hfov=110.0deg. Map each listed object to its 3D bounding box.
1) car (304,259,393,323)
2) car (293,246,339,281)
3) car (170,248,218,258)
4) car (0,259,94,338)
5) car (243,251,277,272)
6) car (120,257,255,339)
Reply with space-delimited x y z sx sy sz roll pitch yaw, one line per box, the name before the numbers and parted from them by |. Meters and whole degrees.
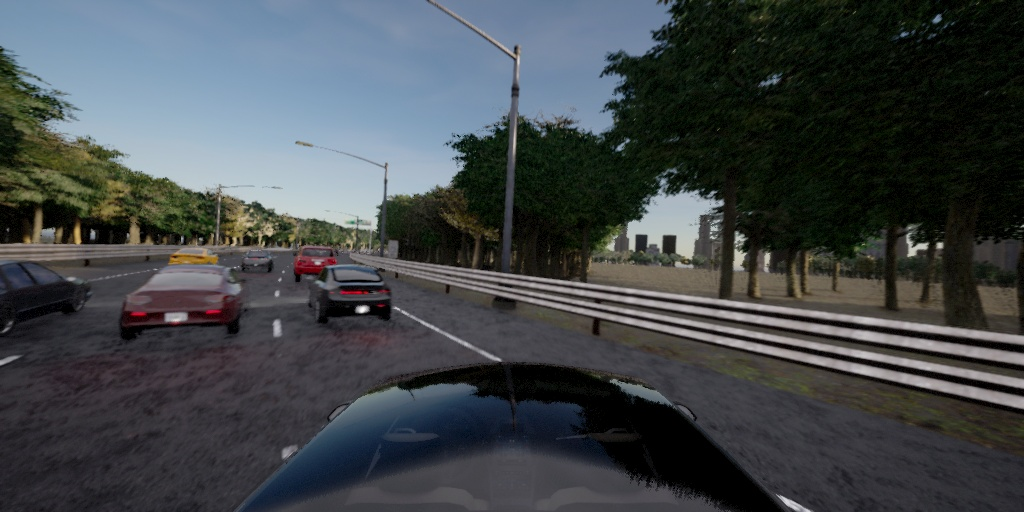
car | -5.079 1.032 11.051 1.837 1.490 4.892 3 0 -33
car | -12.294 0.418 22.412 2.150 2.045 5.566 3 0 -32
car | -21.614 0.186 24.573 1.882 1.535 5.008 3 0 -31
car | -10.840 0.750 7.270 2.033 1.411 5.357 3 0 -33
car | -18.933 0.354 26.907 2.128 1.511 4.902 3 0 -31
car | -7.502 0.911 8.589 1.812 1.442 4.674 3 0 -34
